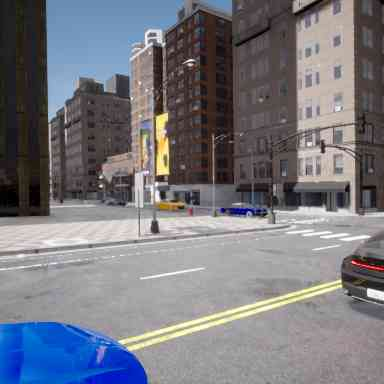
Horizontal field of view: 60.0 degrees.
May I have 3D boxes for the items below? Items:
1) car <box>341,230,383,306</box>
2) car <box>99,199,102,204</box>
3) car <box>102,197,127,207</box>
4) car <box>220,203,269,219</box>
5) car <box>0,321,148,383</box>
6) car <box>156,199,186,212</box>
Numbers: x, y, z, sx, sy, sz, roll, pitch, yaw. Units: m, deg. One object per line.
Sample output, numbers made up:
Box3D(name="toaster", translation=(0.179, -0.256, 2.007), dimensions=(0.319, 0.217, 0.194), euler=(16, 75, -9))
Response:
Box3D(name="car", translation=(5.114, 1.504, 7.092), dimensions=(4.892, 1.490, 1.837), euler=(0, 0, -36))
Box3D(name="car", translation=(-17.192, 1.742, 67.583), dimensions=(2.033, 1.411, 5.357), euler=(-1, 0, -35))
Box3D(name="car", translation=(-12.822, 1.749, 55.908), dimensions=(2.033, 1.411, 5.357), euler=(-1, 0, -35))
Box3D(name="car", translation=(4.819, 1.695, 30.766), dimensions=(1.895, 1.301, 4.718), euler=(-1, 0, -35))
Box3D(name="car", translation=(-2.577, 1.478, 1.603), dimensions=(5.008, 1.535, 1.882), euler=(0, 0, -35))
Box3D(name="car", translation=(-2.633, 1.616, 41.348), dimensions=(1.882, 1.535, 5.008), euler=(-1, 0, -35))
